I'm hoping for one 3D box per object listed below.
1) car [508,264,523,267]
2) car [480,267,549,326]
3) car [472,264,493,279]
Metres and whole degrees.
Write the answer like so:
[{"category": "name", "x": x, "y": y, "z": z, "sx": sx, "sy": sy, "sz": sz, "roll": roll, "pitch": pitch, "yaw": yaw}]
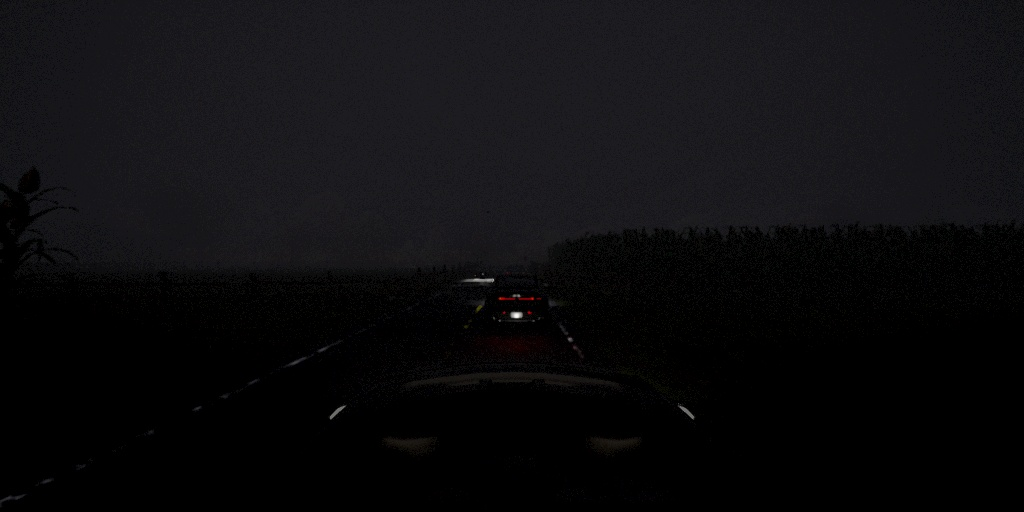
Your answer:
[{"category": "car", "x": 0.313, "y": 1.425, "z": 30.901, "sx": 2.033, "sy": 1.411, "sz": 5.357, "roll": 0, "pitch": 0, "yaw": 1}, {"category": "car", "x": 0.151, "y": 1.301, "z": 11.840, "sx": 1.837, "sy": 1.490, "sz": 4.892, "roll": 0, "pitch": 0, "yaw": 1}, {"category": "car", "x": -2.602, "y": 1.456, "z": 34.442, "sx": 1.994, "sy": 1.385, "sz": 4.181, "roll": 0, "pitch": 0, "yaw": 0}]
